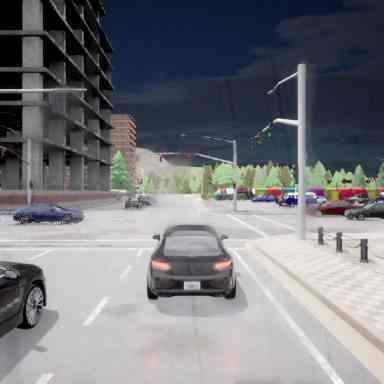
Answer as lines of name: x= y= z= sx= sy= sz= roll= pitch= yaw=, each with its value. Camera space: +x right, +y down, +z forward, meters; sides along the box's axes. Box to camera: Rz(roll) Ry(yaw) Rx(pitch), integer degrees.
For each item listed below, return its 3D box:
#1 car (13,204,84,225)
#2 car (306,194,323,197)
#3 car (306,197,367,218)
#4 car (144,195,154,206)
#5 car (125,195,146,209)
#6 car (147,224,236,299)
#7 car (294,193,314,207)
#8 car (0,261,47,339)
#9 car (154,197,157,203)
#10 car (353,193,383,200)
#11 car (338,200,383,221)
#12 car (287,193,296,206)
car: x=-10.035 y=1.551 z=23.423 sx=4.674 sy=1.442 sz=1.812 roll=0 pitch=0 yaw=-1
car: x=20.780 y=1.451 z=56.339 sx=3.806 sy=1.475 sz=1.970 roll=0 pitch=0 yaw=0
car: x=12.981 y=1.533 z=30.835 sx=5.008 sy=1.535 sz=1.882 roll=0 pitch=0 yaw=-1
car: x=-8.088 y=1.352 z=55.754 sx=2.097 sy=1.767 sz=4.553 roll=0 pitch=0 yaw=0
car: x=-7.968 y=1.526 z=45.675 sx=1.812 sy=1.442 sz=4.674 roll=0 pitch=0 yaw=0
car: x=-0.032 y=1.526 z=8.308 sx=1.812 sy=1.442 sz=4.674 roll=0 pitch=0 yaw=-1
car: x=20.765 y=1.419 z=59.234 sx=3.905 sy=1.438 sz=1.784 roll=0 pitch=0 yaw=0
car: x=-3.488 y=1.492 z=4.029 sx=2.128 sy=1.511 sz=4.902 roll=0 pitch=0 yaw=0
car: x=-8.171 y=1.601 z=67.881 sx=1.895 sy=1.301 sz=4.718 roll=0 pitch=0 yaw=-1
car: x=35.730 y=1.209 z=67.551 sx=4.605 sy=1.855 sz=1.932 roll=0 pitch=0 yaw=0
car: x=14.973 y=1.581 z=27.333 sx=4.674 sy=1.442 sz=1.812 roll=0 pitch=0 yaw=-1
car: x=20.700 y=1.209 z=61.917 sx=4.605 sy=1.855 sz=1.932 roll=0 pitch=0 yaw=0
